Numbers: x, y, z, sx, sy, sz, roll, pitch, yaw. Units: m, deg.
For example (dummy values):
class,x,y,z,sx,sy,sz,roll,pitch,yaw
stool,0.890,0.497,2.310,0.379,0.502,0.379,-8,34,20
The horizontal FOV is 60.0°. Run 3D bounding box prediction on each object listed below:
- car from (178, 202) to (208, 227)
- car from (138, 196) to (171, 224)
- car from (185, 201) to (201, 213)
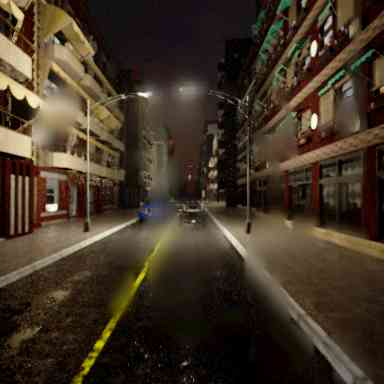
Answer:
class,x,y,z,sx,sy,sz,roll,pitch,yaw
car,0.095,1.641,23.769,1.837,1.490,4.892,0,0,0
car,-2.856,1.374,26.608,2.150,2.045,5.566,0,0,0
car,0.090,1.851,42.062,1.895,1.301,4.718,0,0,0
